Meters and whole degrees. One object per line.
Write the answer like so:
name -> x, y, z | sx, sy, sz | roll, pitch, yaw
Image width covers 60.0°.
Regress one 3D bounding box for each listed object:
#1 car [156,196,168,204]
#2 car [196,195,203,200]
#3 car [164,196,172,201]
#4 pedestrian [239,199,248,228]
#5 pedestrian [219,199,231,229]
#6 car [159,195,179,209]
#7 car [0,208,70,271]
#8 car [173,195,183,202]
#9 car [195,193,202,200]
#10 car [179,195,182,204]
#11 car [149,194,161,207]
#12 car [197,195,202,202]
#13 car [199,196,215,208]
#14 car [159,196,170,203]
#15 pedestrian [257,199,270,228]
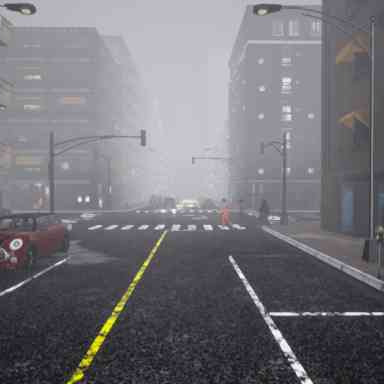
car -> -5.687, 1.504, 63.611 | 1.752, 1.417, 4.829 | -1, 0, 0
car -> 2.036, 1.546, 91.467 | 1.802, 1.307, 4.206 | -1, 0, 0
car -> -5.781, 1.552, 80.393 | 1.802, 1.307, 4.206 | -1, 0, 0
pedestrian -> 3.086, 1.289, 20.441 | 0.375, 1.860, 0.375 | -1, 1, 0
pedestrian -> 1.968, 1.288, 19.781 | 0.375, 1.860, 0.375 | -1, 1, 0
car -> -3.102, 1.491, 45.855 | 1.837, 1.490, 4.892 | 0, 0, 0
car -> -5.517, 1.437, 10.729 | 1.967, 1.590, 4.097 | -1, 0, 0
car -> -3.188, 1.443, 77.040 | 2.033, 1.411, 5.357 | 0, 0, 0
car -> 2.130, 1.518, 74.849 | 1.887, 1.381, 4.507 | -1, 0, 0
car -> -3.164, 1.580, 61.531 | 1.895, 1.301, 4.718 | 0, 0, 0
car -> -5.627, 1.298, 52.707 | 2.192, 1.841, 5.009 | -1, 0, 0
car -> 2.256, 1.534, 52.693 | 2.008, 1.369, 4.403 | -1, 0, 0
car -> 2.288, 1.568, 47.154 | 1.802, 1.307, 4.206 | -1, 0, 0
car -> -5.718, 1.558, 69.319 | 1.802, 1.307, 4.206 | -1, 0, 0
pedestrian -> 4.118, 1.191, 19.246 | 0.375, 1.860, 0.375 | -1, 1, 0
